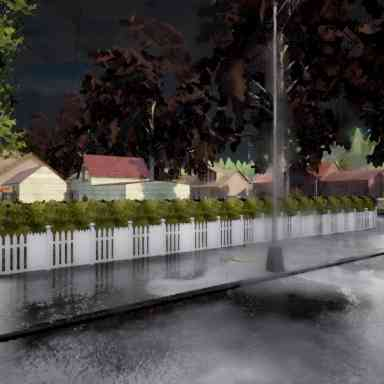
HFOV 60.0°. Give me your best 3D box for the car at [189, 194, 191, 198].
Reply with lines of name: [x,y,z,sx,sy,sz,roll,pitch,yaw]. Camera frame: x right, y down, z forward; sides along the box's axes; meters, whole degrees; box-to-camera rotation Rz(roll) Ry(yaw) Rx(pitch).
car: [-2.188,1.221,57.477,2.150,2.045,5.566,0,0,-35]
